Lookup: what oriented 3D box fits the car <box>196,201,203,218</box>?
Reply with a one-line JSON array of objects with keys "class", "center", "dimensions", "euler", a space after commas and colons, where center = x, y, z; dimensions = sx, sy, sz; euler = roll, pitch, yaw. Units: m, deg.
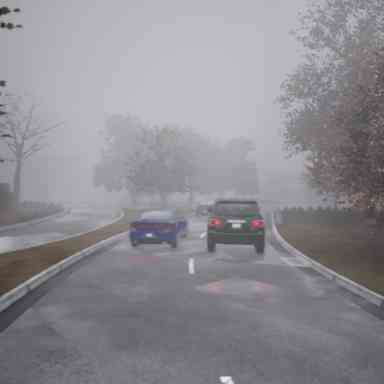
[{"class": "car", "center": [1.718, 1.459, 30.000], "dimensions": [1.882, 1.535, 5.008], "euler": [1, 0, 14]}]

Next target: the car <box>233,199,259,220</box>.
[{"class": "car", "center": [4.866, 1.498, 29.271], "dimensions": [1.882, 1.535, 5.008], "euler": [1, 0, 13]}]

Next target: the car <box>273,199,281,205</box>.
[{"class": "car", "center": [17.666, 2.173, 75.182], "dimensions": [1.895, 1.301, 4.718], "euler": [1, -1, -37]}]

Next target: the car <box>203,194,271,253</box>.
[{"class": "car", "center": [1.826, 1.262, 14.325], "dimensions": [2.150, 2.045, 5.566], "euler": [1, 0, 6]}]

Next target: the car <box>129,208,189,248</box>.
[{"class": "car", "center": [-1.338, 1.478, 15.095], "dimensions": [1.882, 1.535, 5.008], "euler": [1, 0, 7]}]

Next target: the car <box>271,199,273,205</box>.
[{"class": "car", "center": [14.861, 2.054, 73.438], "dimensions": [1.812, 1.442, 4.674], "euler": [1, -1, -37]}]
